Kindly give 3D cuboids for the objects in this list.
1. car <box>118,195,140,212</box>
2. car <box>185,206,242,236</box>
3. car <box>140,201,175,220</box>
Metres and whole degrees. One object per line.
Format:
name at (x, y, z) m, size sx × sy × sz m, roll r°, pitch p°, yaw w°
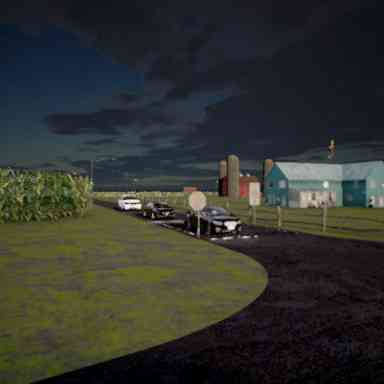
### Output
car at (-8.097, 1.414, 42.853) m, size 2.150 × 2.045 × 5.566 m, roll 0°, pitch 0°, yaw -21°
car at (1.115, 1.588, 19.442) m, size 2.128 × 1.511 × 4.902 m, roll 0°, pitch 0°, yaw -22°
car at (-3.004, 1.639, 29.855) m, size 1.837 × 1.490 × 4.892 m, roll 0°, pitch 0°, yaw -21°
